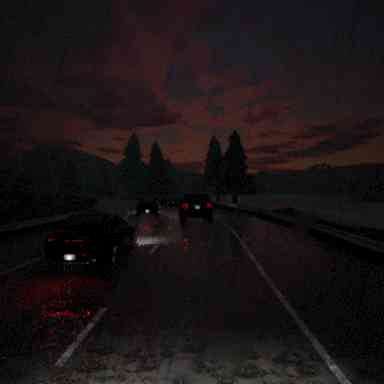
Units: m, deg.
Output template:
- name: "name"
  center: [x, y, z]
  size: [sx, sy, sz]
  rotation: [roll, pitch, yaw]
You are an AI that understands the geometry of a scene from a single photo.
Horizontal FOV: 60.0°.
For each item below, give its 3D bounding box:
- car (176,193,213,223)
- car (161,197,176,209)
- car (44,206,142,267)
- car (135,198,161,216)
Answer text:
- name: "car"
  center: [0.164, 1.057, 23.990]
  size: [2.150, 2.045, 5.566]
  rotation: [0, 1, -4]
- name: "car"
  center: [-2.829, 1.262, 41.168]
  size: [2.033, 1.411, 5.357]
  rotation: [0, 0, -15]
- name: "car"
  center: [-3.115, 1.425, 11.050]
  size: [1.837, 1.490, 4.892]
  rotation: [0, 0, 2]
- name: "car"
  center: [-3.960, 1.297, 29.553]
  size: [1.837, 1.490, 4.892]
  rotation: [0, 0, -8]
